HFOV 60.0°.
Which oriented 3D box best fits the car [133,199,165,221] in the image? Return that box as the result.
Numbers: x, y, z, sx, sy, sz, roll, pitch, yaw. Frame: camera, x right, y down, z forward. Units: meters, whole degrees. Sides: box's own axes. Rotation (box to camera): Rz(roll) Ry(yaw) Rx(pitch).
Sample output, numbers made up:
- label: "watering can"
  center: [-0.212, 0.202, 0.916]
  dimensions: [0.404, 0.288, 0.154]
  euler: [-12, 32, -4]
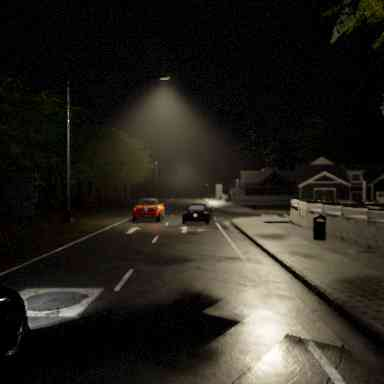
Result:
- label: "car"
  center: [-3.396, 1.305, 26.746]
  dimensions: [2.097, 1.767, 4.553]
  euler: [0, 0, 0]

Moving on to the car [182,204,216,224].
- label: "car"
  center: [0.563, 1.531, 24.498]
  dimensions: [1.994, 1.385, 4.181]
  euler: [0, 0, 10]

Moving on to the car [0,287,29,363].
- label: "car"
  center: [-3.400, 1.572, 3.233]
  dimensions: [1.994, 1.385, 4.181]
  euler: [0, 0, 0]
